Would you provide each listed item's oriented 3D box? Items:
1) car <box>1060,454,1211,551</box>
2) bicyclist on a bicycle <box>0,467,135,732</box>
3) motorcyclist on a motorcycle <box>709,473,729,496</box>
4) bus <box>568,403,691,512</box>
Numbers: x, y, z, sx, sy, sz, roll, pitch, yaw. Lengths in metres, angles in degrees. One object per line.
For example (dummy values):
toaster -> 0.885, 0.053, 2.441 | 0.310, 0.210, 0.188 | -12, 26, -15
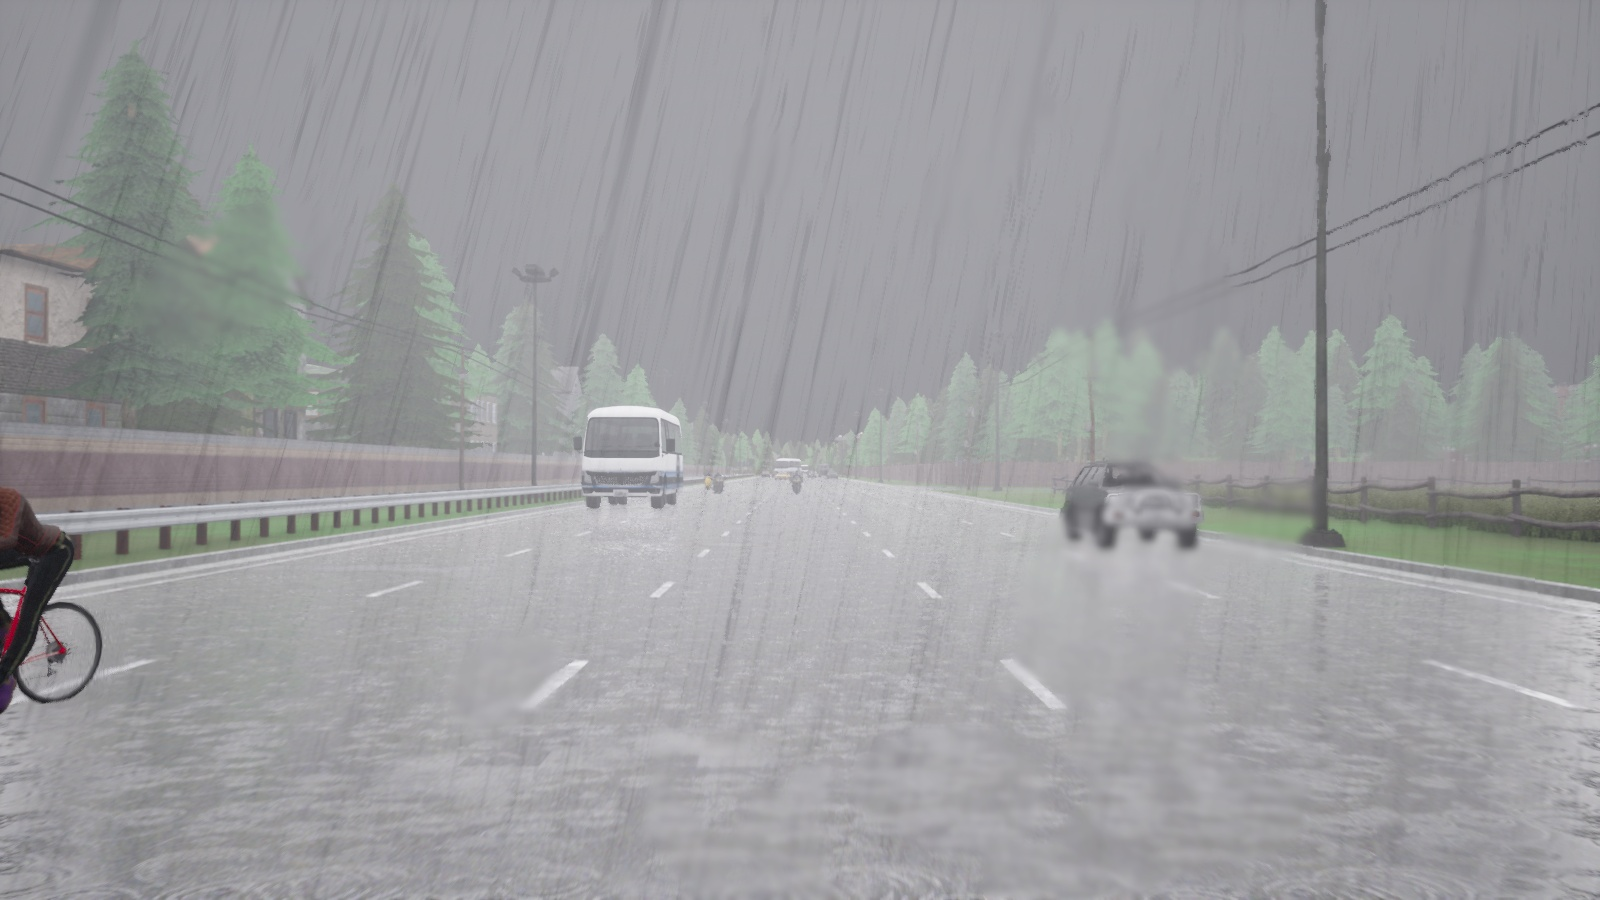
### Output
car -> 6.935, 1.047, 26.507 | 1.932, 1.855, 4.605 | 0, -1, 0
bicyclist on a bicycle -> -5.121, 0.921, 7.938 | 0.582, 1.620, 1.656 | -1, -1, 20
motorcyclist on a motorcycle -> -5.433, 2.278, 84.054 | 0.866, 1.530, 2.191 | 0, -1, -15
bus -> -7.136, 0.377, 54.396 | 3.944, 4.253, 10.273 | 0, -1, 0
